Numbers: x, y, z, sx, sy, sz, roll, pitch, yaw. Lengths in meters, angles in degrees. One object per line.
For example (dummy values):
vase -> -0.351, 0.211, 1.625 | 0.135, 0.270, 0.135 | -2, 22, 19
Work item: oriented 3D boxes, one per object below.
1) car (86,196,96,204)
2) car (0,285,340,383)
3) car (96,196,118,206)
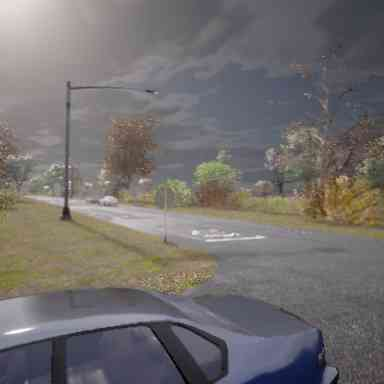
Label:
car -> -17.049, 1.329, 57.710 | 1.895, 1.301, 4.718 | 1, 0, -29
car -> -1.262, 1.605, 2.587 | 5.357, 1.411, 2.033 | -1, -1, -29
car -> -12.383, 1.308, 49.288 | 1.812, 1.442, 4.674 | 1, 0, -29
